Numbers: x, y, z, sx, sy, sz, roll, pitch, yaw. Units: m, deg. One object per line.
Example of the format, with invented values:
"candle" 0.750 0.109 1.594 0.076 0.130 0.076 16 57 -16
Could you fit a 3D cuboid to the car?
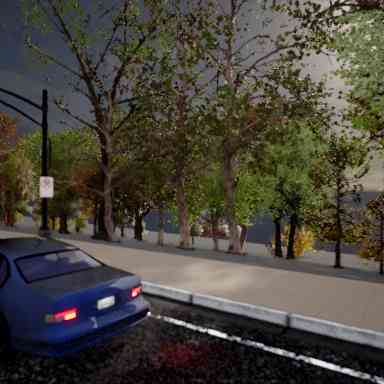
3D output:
"car" -3.206 1.544 5.970 5.357 1.411 2.033 0 0 36
